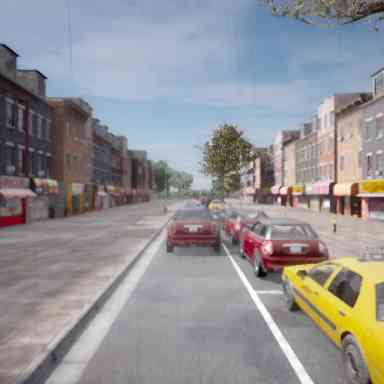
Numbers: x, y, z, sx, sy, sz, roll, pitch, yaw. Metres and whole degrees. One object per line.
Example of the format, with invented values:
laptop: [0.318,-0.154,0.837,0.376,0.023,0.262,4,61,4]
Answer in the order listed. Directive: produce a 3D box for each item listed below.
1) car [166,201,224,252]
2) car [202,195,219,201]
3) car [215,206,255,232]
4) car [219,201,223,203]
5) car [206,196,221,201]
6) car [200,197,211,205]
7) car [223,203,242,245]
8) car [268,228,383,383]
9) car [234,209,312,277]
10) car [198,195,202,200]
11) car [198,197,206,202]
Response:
car: [0.066,1.433,14.476,2.097,1.767,4.553,0,0,0]
car: [2.975,1.455,47.436,2.150,2.045,5.566,0,0,0]
car: [2.635,1.667,21.490,2.008,1.369,4.403,0,0,0]
car: [2.634,1.690,27.035,2.008,1.369,4.403,0,0,0]
car: [3.020,1.654,40.595,1.801,1.575,5.366,0,0,0]
car: [2.630,1.745,65.856,1.967,1.590,4.097,0,0,0]
car: [2.636,1.529,15.943,1.967,1.590,4.097,0,0,0]
car: [2.636,1.555,5.020,1.752,1.417,4.829,0,0,0]
car: [2.636,1.501,10.396,1.967,1.590,4.097,0,0,0]
car: [2.631,1.597,60.311,2.192,1.841,5.009,0,0,0]
car: [2.626,1.964,88.036,2.008,1.369,4.403,0,0,0]
